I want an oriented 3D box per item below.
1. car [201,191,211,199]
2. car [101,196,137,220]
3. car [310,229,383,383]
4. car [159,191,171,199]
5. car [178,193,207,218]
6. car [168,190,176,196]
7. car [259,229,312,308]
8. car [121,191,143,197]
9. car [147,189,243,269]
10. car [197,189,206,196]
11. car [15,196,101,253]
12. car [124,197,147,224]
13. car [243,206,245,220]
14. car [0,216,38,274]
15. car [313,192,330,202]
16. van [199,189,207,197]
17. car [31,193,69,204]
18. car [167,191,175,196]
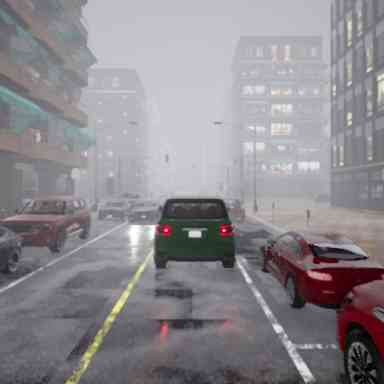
[{"bbox_3d":[2.626,0.598,65.418,1.752,1.417,4.829,1,1,0],"label":"car"},{"bbox_3d":[-5.472,1.212,24.303,1.947,1.339,4.313,1,1,0],"label":"car"},{"bbox_3d":[2.611,1.289,1.648,2.192,1.841,5.009,1,1,0],"label":"car"},{"bbox_3d":[-5.517,0.590,67.864,2.008,1.369,4.403,1,1,0],"label":"car"},{"bbox_3d":[0.056,0.965,26.567,2.097,1.767,4.553,0,1,0],"label":"car"},{"bbox_3d":[-5.414,0.268,90.323,1.752,1.417,4.829,1,1,0],"label":"car"},{"bbox_3d":[2.635,1.473,7.304,1.802,1.307,4.206,1,1,0],"label":"car"},{"bbox_3d":[-5.476,0.881,29.945,2.192,1.841,5.009,1,1,0],"label":"car"},{"bbox_3d":[0.076,1.064,10.648,2.150,2.045,5.566,0,1,0],"label":"car"},{"bbox_3d":[2.475,0.129,84.901,2.192,1.841,5.009,1,1,0],"label":"car"},{"bbox_3d":[-5.455,1.123,13.007,2.192,1.841,5.009,1,1,0],"label":"car"},{"bbox_3d":[-2.870,1.248,21.666,1.994,1.385,4.181,0,1,0],"label":"car"},{"bbox_3d":[2.676,1.087,24.258,1.967,1.590,4.097,1,1,0],"label":"car"},{"bbox_3d":[-5.451,1.456,7.365,1.947,1.339,4.313,1,1,0],"label":"car"},{"bbox_3d":[18.634,0.706,44.981,4.097,1.590,1.967,0,0,1],"label":"car"},{"bbox_3d":[2.514,0.229,79.248,1.690,1.788,3.998,1,1,0],"label":"van"},{"bbox_3d":[-19.393,0.883,45.530,4.403,1.369,2.008,0,0,1],"label":"car"},{"bbox_3d":[-5.408,0.397,84.836,1.802,1.307,4.206,1,1,0],"label":"car"}]
